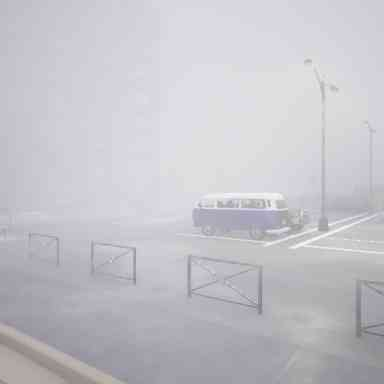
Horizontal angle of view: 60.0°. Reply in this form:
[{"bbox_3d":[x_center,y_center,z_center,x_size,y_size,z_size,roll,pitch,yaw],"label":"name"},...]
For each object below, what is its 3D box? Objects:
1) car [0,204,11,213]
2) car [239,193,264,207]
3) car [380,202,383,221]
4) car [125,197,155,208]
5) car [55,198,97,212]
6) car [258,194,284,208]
[{"bbox_3d":[-19.376,1.492,29.908,2.033,1.411,5.357,0,0,36],"label":"car"},{"bbox_3d":[10.795,1.449,59.537,1.837,1.490,4.892,0,0,36],"label":"car"},{"bbox_3d":[17.298,1.153,25.445,4.605,1.855,1.932,0,0,36],"label":"car"},{"bbox_3d":[-7.246,1.436,46.758,2.128,1.511,4.902,0,0,36],"label":"car"},{"bbox_3d":[-13.319,1.422,38.325,1.882,1.535,5.008,0,0,36],"label":"car"},{"bbox_3d":[13.692,1.545,57.572,1.895,1.301,4.718,0,0,36],"label":"car"}]
